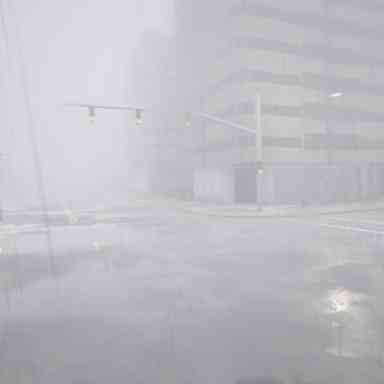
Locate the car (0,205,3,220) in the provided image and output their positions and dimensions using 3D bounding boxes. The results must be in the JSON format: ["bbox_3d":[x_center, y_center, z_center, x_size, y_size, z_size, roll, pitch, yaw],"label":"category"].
[{"bbox_3d":[-13.193,1.240,20.982,1.837,1.490,4.892,-2,2,-23],"label":"car"}]
